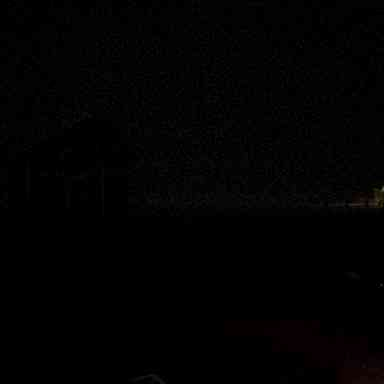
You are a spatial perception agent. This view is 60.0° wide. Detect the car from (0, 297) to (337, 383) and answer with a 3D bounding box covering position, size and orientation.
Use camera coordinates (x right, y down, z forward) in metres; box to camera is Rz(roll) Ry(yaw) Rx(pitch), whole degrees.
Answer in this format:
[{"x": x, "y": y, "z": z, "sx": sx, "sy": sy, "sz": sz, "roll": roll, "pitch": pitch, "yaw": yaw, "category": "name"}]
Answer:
[{"x": -1.211, "y": 1.600, "z": 2.087, "sx": 4.718, "sy": 1.301, "sz": 1.895, "roll": -1, "pitch": 0, "yaw": -36, "category": "car"}]
